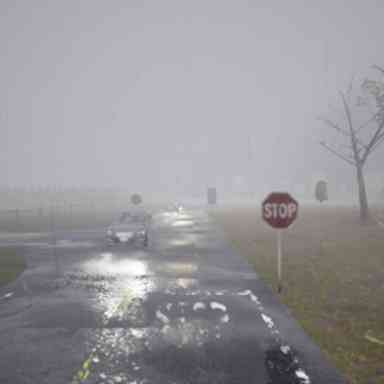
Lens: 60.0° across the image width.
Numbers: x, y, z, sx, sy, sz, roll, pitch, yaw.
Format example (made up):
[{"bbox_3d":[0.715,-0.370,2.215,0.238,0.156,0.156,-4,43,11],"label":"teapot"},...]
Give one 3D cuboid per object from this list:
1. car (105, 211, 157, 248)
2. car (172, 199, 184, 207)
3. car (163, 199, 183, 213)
[{"bbox_3d":[-2.754,1.683,15.919,2.128,1.511,4.902,0,-1,0],"label":"car"},{"bbox_3d":[-2.771,2.126,65.431,2.128,1.511,4.902,0,-1,0],"label":"car"},{"bbox_3d":[-2.765,1.993,45.178,2.128,1.511,4.902,0,-1,0],"label":"car"}]
